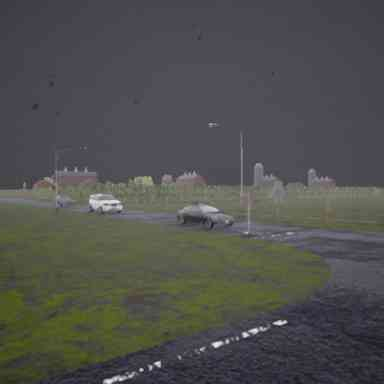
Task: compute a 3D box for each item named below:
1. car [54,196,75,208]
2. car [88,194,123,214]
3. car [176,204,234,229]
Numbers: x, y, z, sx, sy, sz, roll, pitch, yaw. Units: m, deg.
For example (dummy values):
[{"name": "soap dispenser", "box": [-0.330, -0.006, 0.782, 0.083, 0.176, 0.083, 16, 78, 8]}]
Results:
[{"name": "car", "box": [-19.222, 1.361, 50.079, 2.097, 1.767, 4.553, -1, 0, -35]}, {"name": "car", "box": [-9.526, 1.279, 36.260, 2.150, 2.045, 5.566, -1, 0, -35]}, {"name": "car", "box": [0.736, 1.558, 22.232, 1.812, 1.442, 4.674, -1, 0, -37]}]
